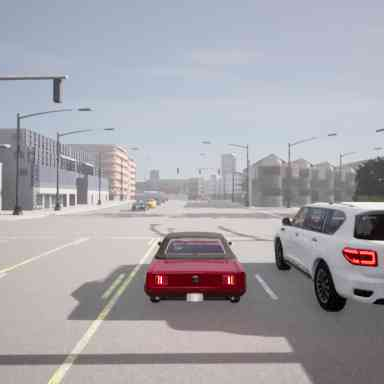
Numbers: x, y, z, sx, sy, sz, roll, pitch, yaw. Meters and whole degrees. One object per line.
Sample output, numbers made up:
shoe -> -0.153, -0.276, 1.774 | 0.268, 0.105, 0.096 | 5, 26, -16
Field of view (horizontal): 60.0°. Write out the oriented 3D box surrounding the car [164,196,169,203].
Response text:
car -> -6.984, 1.741, 75.067 | 2.128, 1.511, 4.902 | 0, 1, 0

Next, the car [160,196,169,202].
car -> -6.981, 1.680, 85.319 | 1.812, 1.442, 4.674 | 0, 0, 0

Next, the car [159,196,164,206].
car -> -7.024, 1.863, 64.921 | 1.837, 1.490, 4.892 | 0, 1, 0

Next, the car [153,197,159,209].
car -> -7.071, 1.893, 55.384 | 1.882, 1.535, 5.008 | 0, 0, 0

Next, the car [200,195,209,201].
car -> 3.520, 1.523, 89.240 | 2.097, 1.767, 4.553 | 0, -1, 0

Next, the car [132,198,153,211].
car -> -7.083, 1.855, 46.000 | 2.128, 1.511, 4.902 | 0, 0, 1

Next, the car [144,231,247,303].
car -> 0.071, 1.617, 8.211 | 1.895, 1.301, 4.718 | 0, 0, 0

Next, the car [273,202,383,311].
car -> 3.565, 1.234, 7.919 | 2.150, 2.045, 5.566 | 0, 0, 0

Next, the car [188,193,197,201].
car -> 0.020, 1.388, 88.887 | 2.150, 2.045, 5.566 | 0, -1, 0
